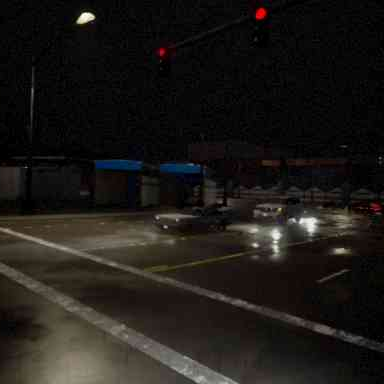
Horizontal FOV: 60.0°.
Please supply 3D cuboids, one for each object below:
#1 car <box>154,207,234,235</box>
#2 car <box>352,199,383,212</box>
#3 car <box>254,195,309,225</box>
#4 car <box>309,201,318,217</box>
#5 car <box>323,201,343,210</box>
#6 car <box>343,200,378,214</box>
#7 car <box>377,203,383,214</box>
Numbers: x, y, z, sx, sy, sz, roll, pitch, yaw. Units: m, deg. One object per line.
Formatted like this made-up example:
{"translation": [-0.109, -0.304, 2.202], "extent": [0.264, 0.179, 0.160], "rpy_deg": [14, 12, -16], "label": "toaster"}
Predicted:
{"translation": [0.191, 1.472, 18.157], "extent": [1.895, 1.301, 4.718], "rpy_deg": [3, 1, 43], "label": "car"}
{"translation": [26.256, 1.995, 49.959], "extent": [2.097, 1.767, 4.553], "rpy_deg": [2, 0, -1], "label": "car"}
{"translation": [6.792, 1.292, 25.630], "extent": [2.150, 2.045, 5.566], "rpy_deg": [3, 1, 36], "label": "car"}
{"translation": [11.873, 1.694, 34.331], "extent": [2.128, 1.511, 4.902], "rpy_deg": [2, 0, 23], "label": "car"}
{"translation": [22.546, 2.041, 52.994], "extent": [1.994, 1.385, 4.181], "rpy_deg": [2, 0, -5], "label": "car"}
{"translation": [22.100, 2.075, 43.771], "extent": [2.033, 1.411, 5.357], "rpy_deg": [2, 0, 9], "label": "car"}
{"translation": [25.109, 2.189, 41.177], "extent": [1.812, 1.442, 4.674], "rpy_deg": [2, 0, 12], "label": "car"}
